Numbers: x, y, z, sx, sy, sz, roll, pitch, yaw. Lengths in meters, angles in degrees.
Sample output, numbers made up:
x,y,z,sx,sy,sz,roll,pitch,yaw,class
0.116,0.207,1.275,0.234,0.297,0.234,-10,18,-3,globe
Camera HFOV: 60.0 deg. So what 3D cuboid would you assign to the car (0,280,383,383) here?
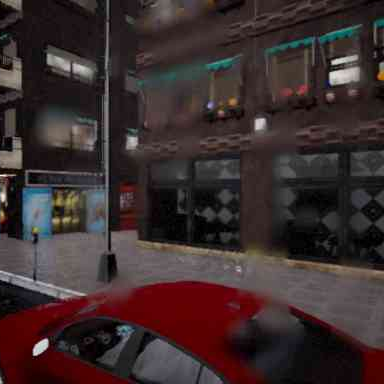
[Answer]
x,y,z,sx,sy,sz,roll,pitch,yaw,class
-0.265,1.546,3.059,4.507,1.381,1.887,0,0,35,car
